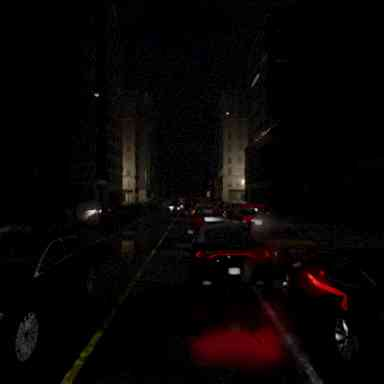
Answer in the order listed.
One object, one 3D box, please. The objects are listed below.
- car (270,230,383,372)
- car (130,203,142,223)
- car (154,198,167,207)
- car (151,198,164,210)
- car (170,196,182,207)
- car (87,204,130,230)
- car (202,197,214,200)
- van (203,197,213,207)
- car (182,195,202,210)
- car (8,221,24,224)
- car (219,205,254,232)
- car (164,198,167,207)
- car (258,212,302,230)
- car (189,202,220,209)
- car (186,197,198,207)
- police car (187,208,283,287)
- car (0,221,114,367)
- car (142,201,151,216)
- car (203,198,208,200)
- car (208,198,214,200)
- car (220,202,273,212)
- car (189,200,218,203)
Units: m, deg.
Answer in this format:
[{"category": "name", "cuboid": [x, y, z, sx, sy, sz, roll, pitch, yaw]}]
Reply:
[{"category": "car", "cuboid": [2.860, 1.605, 5.640, 1.947, 1.339, 4.313, 0, 0, 0]}, {"category": "car", "cuboid": [-5.661, 1.754, 27.722, 1.947, 1.339, 4.313, 0, 0, 0]}, {"category": "car", "cuboid": [-5.652, 1.852, 60.873, 1.967, 1.590, 4.097, 0, 0, 0]}, {"category": "car", "cuboid": [-5.655, 1.919, 49.822, 1.802, 1.307, 4.206, 0, 0, 0]}, {"category": "car", "cuboid": [-3.019, 1.961, 61.037, 2.033, 1.411, 5.357, 0, 0, 1]}, {"category": "car", "cuboid": [-5.662, 1.696, 22.198, 1.887, 1.381, 4.507, 0, 0, 0]}, {"category": "car", "cuboid": [2.871, 1.903, 49.828, 1.947, 1.339, 4.313, 0, 0, 0]}, {"category": "van", "cuboid": [2.874, 1.753, 60.877, 1.690, 1.788, 3.998, 0, 0, 0]}, {"category": "car", "cuboid": [0.025, 1.674, 47.505, 2.097, 1.767, 4.553, 0, 0, 0]}, {"category": "car", "cuboid": [-5.665, 1.659, 11.148, 1.802, 1.307, 4.206, 0, 0, 0]}, {"category": "car", "cuboid": [2.864, 1.678, 22.381, 1.752, 1.417, 4.829, 0, 0, 0]}, {"category": "car", "cuboid": [-5.654, 1.940, 55.347, 1.947, 1.339, 4.313, 0, 0, 0]}, {"category": "car", "cuboid": [2.861, 1.603, 11.334, 1.752, 1.417, 4.829, 0, 0, 0]}, {"category": "car", "cuboid": [0.905, 1.612, 19.545, 1.882, 1.535, 5.008, 0, 0, 0]}, {"category": "car", "cuboid": [0.015, 1.764, 60.917, 2.097, 1.767, 4.553, 0, 0, 0]}, {"category": "police car", "cuboid": [0.902, 1.492, 9.655, 1.930, 1.638, 5.238, 0, 0, 0]}, {"category": "car", "cuboid": [-3.099, 1.533, 5.925, 2.128, 1.511, 4.902, 0, 0, 0]}, {"category": "car", "cuboid": [-5.659, 1.791, 33.247, 1.947, 1.339, 4.313, 0, 0, 0]}, {"category": "car", "cuboid": [2.869, 1.851, 44.305, 2.008, 1.369, 4.403, 0, 0, 0]}, {"category": "car", "cuboid": [2.866, 1.666, 33.259, 1.967, 1.590, 4.097, 0, 0, 0]}, {"category": "car", "cuboid": [2.863, 1.429, 16.689, 2.192, 1.841, 5.009, 0, 0, 0]}, {"category": "car", "cuboid": [0.906, 1.652, 25.545, 1.882, 1.535, 5.008, 0, 0, 0]}]
